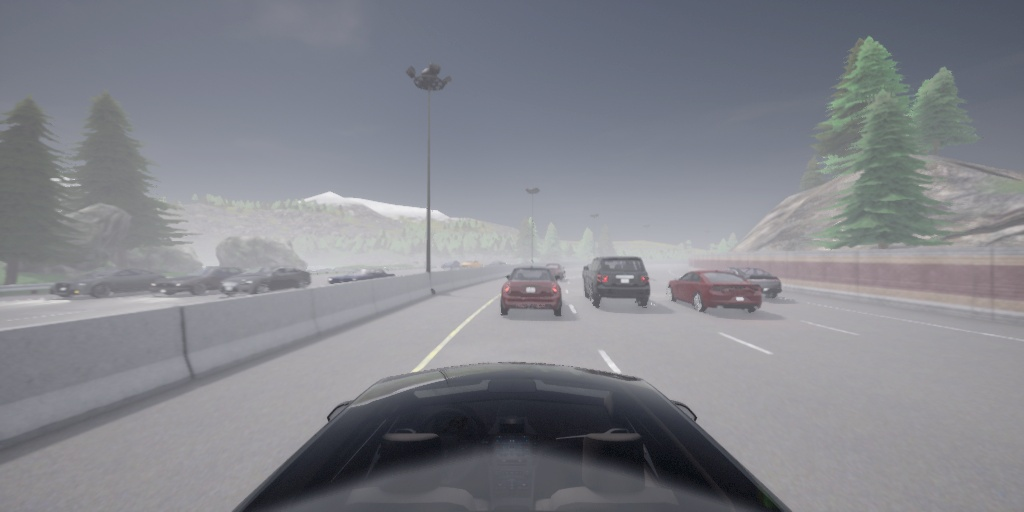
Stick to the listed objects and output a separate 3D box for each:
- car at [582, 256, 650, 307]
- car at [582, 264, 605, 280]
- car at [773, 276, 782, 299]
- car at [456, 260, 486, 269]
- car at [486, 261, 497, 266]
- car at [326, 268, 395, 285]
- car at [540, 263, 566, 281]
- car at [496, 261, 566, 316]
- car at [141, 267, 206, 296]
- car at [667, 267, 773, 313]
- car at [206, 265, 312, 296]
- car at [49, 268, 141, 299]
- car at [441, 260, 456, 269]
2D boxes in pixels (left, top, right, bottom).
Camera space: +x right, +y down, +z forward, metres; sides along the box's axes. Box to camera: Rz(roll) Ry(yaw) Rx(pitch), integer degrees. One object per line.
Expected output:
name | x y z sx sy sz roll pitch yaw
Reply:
car | 4.494 1.034 16.044 2.150 2.045 5.566 0 0 6
car | 7.646 1.444 33.613 1.994 1.385 4.181 0 0 13
car | 11.908 1.337 18.777 2.128 1.511 4.902 0 0 8
car | -6.677 1.394 58.556 1.882 1.535 5.008 0 0 21
car | -2.640 1.480 59.284 2.033 1.411 5.357 0 0 22
car | -9.068 1.388 21.881 1.895 1.301 4.718 0 0 8
car | 3.731 1.389 32.291 1.812 1.442 4.674 0 0 13
car | 0.802 1.145 13.894 2.097 1.767 4.553 0 0 5
car | -16.398 1.305 19.808 2.033 1.411 5.357 0 0 7
car | 7.870 1.295 14.466 1.882 1.535 5.008 0 0 6
car | -12.906 1.258 19.145 2.128 1.511 4.902 0 0 7
car | -20.054 1.304 18.174 1.994 1.385 4.181 0 0 7
car | -9.993 1.435 59.612 1.812 1.442 4.674 0 0 21
